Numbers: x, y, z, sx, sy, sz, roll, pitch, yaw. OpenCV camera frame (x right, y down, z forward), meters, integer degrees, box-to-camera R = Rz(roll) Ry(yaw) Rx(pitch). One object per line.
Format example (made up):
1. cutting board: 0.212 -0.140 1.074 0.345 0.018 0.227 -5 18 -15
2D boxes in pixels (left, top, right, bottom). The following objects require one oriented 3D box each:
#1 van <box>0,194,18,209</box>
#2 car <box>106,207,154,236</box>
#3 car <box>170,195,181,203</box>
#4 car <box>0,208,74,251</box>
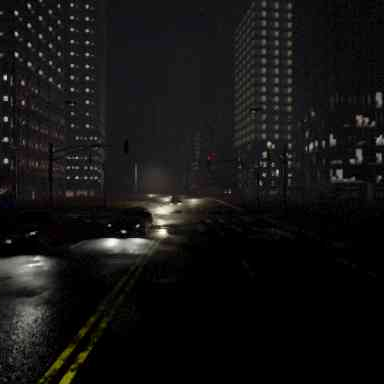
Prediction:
1. van: -22.638 1.167 39.094 3.998 1.788 1.690 0 0 1
2. car: -3.280 1.532 18.691 2.033 1.411 5.357 0 0 1
3. car: -3.229 1.373 65.904 1.882 1.535 5.008 0 1 0
4. car: -6.563 1.514 14.278 1.812 1.442 4.674 0 0 0
